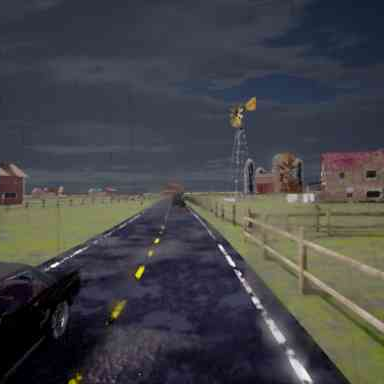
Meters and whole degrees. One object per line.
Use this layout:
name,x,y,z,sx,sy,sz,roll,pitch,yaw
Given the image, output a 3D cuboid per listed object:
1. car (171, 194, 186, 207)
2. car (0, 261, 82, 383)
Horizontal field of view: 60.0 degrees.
car,-2.149,1.301,52.399,2.150,2.045,5.566,0,0,-3
car,-2.881,1.601,3.711,1.895,1.301,4.718,0,0,-1
